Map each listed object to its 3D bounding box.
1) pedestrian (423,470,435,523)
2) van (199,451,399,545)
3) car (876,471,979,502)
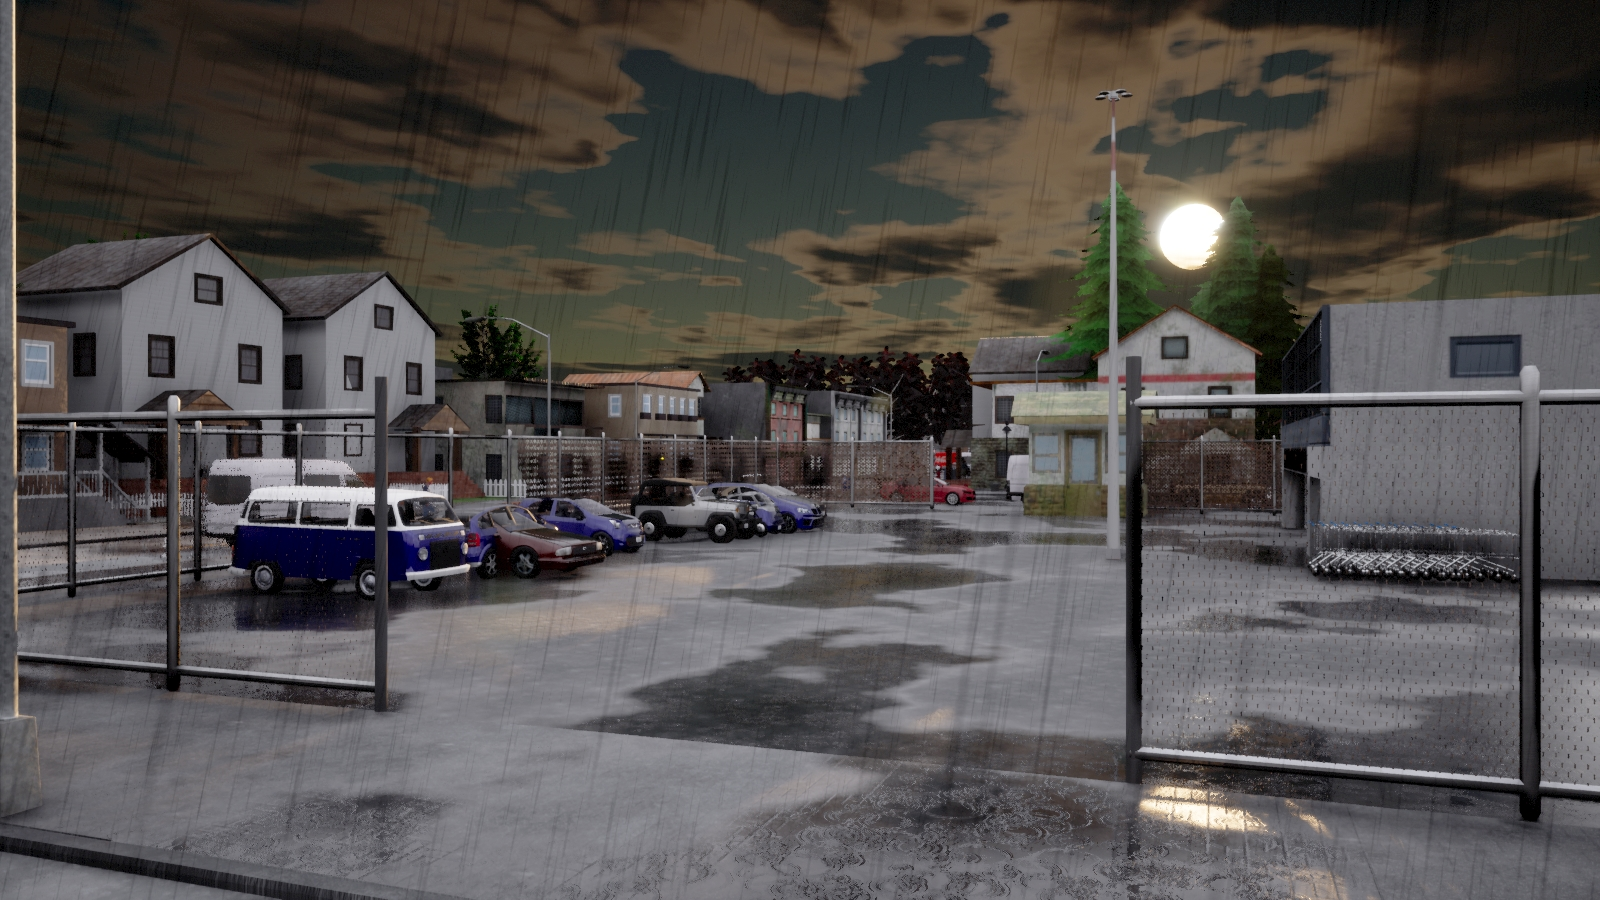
[{"bbox_3d":[-13.151,1.633,40.476,0.375,1.860,0.375,0,0,-20],"label":"pedestrian"},{"bbox_3d":[-14.869,1.318,34.426,1.988,2.561,5.915,0,0,20],"label":"van"},{"bbox_3d":[6.523,1.843,58.394,4.892,1.480,2.231,0,0,19],"label":"car"}]
